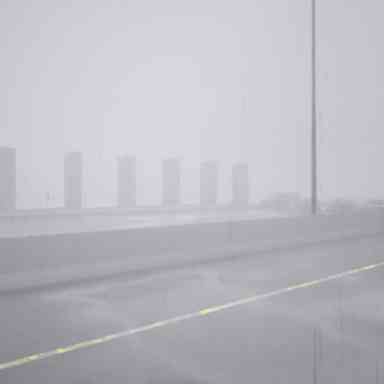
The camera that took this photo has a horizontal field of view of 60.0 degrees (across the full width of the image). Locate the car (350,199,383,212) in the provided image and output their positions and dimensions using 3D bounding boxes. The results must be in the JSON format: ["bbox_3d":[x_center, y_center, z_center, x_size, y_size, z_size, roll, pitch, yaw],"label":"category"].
[{"bbox_3d":[15.991,1.359,28.679,4.892,1.490,1.837,0,0,-37],"label":"car"}]

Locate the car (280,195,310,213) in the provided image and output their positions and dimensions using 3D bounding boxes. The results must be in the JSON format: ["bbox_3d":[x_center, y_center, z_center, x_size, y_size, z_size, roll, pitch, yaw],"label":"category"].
[{"bbox_3d":[11.808,1.344,34.291,4.902,1.511,2.128,0,0,-37],"label":"car"}]

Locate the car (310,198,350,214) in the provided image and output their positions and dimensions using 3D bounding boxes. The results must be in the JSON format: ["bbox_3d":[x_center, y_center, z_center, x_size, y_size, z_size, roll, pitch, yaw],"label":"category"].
[{"bbox_3d":[13.775,1.345,31.392,4.902,1.511,2.128,0,0,-37],"label":"car"}]

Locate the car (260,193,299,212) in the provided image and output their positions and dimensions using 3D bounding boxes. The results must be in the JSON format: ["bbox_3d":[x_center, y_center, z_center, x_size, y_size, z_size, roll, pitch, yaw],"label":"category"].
[{"bbox_3d":[10.041,1.074,37.341,5.566,2.045,2.150,0,0,-37],"label":"car"}]
